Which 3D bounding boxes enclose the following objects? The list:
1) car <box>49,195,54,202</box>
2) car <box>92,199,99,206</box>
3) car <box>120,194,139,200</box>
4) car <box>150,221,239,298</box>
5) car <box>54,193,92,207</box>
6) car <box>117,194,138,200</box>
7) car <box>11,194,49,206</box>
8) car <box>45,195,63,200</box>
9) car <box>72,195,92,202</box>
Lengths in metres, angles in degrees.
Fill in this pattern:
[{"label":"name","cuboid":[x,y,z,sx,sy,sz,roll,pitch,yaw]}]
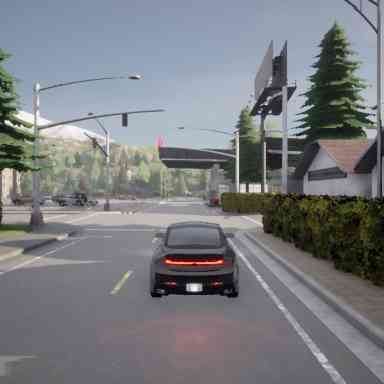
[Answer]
[{"label":"car","cuboid":[-24.005,1.298,62.653,4.514,1.523,2.007,0,0,0]},{"label":"car","cuboid":[-16.167,1.361,50.278,3.806,1.475,1.970,0,0,0]},{"label":"car","cuboid":[-16.481,1.339,87.671,4.514,1.523,2.007,0,0,0]},{"label":"car","cuboid":[0.061,1.505,8.527,1.837,1.490,4.892,0,0,0]},{"label":"car","cuboid":[-16.760,1.077,46.950,3.866,1.878,1.905,0,0,0]},{"label":"car","cuboid":[-16.411,1.330,84.534,5.027,1.636,2.152,0,0,0]},{"label":"car","cuboid":[-24.646,1.097,50.192,4.605,1.855,1.932,0,0,0]},{"label":"car","cuboid":[-35.077,1.384,84.577,3.806,1.475,1.970,0,0,0]},{"label":"car","cuboid":[-24.018,1.319,72.646,3.633,1.501,1.845,0,0,0]}]
